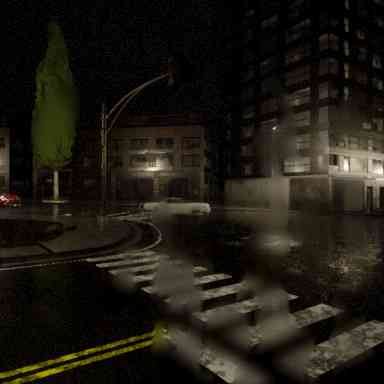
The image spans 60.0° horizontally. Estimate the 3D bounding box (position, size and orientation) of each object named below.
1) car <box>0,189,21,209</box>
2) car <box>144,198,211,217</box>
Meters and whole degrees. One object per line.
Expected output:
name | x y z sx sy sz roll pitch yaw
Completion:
car | -16.510 0.450 27.425 4.553 1.767 2.097 1 0 11
car | -1.005 1.083 24.408 4.718 1.301 1.895 1 0 10
